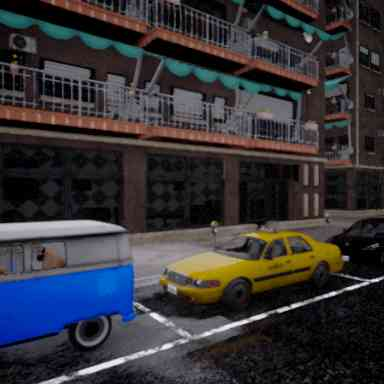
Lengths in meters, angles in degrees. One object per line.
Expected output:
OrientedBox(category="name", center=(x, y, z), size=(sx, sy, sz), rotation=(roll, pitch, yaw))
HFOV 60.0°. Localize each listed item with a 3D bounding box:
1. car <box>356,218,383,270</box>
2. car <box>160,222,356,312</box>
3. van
OrientedBox(category="car", center=(6.225, 1.547, 11.001), size=(4.313, 1.339, 1.947), rotation=(0, 0, -36))
OrientedBox(category="car", center=(1.591, 1.515, 7.694), size=(4.829, 1.417, 1.752), rotation=(0, 0, -36))
OrientedBox(category="van", center=(-2.766, 1.340, 4.584), size=(3.998, 1.788, 1.690), rotation=(0, 0, -36))
